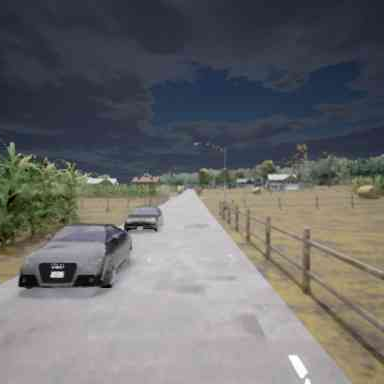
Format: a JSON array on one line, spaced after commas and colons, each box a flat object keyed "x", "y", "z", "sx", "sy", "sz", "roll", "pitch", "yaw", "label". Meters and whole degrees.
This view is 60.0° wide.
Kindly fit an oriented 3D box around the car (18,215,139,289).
[{"x": -2.848, "y": 1.551, "z": 9.012, "sx": 1.994, "sy": 1.385, "sz": 4.181, "roll": 0, "pitch": 0, "yaw": 0, "label": "car"}]

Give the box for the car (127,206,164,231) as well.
[{"x": -2.763, "y": 1.555, "z": 20.386, "sx": 2.033, "sy": 1.411, "sz": 5.357, "roll": 0, "pitch": 0, "yaw": 0, "label": "car"}]
